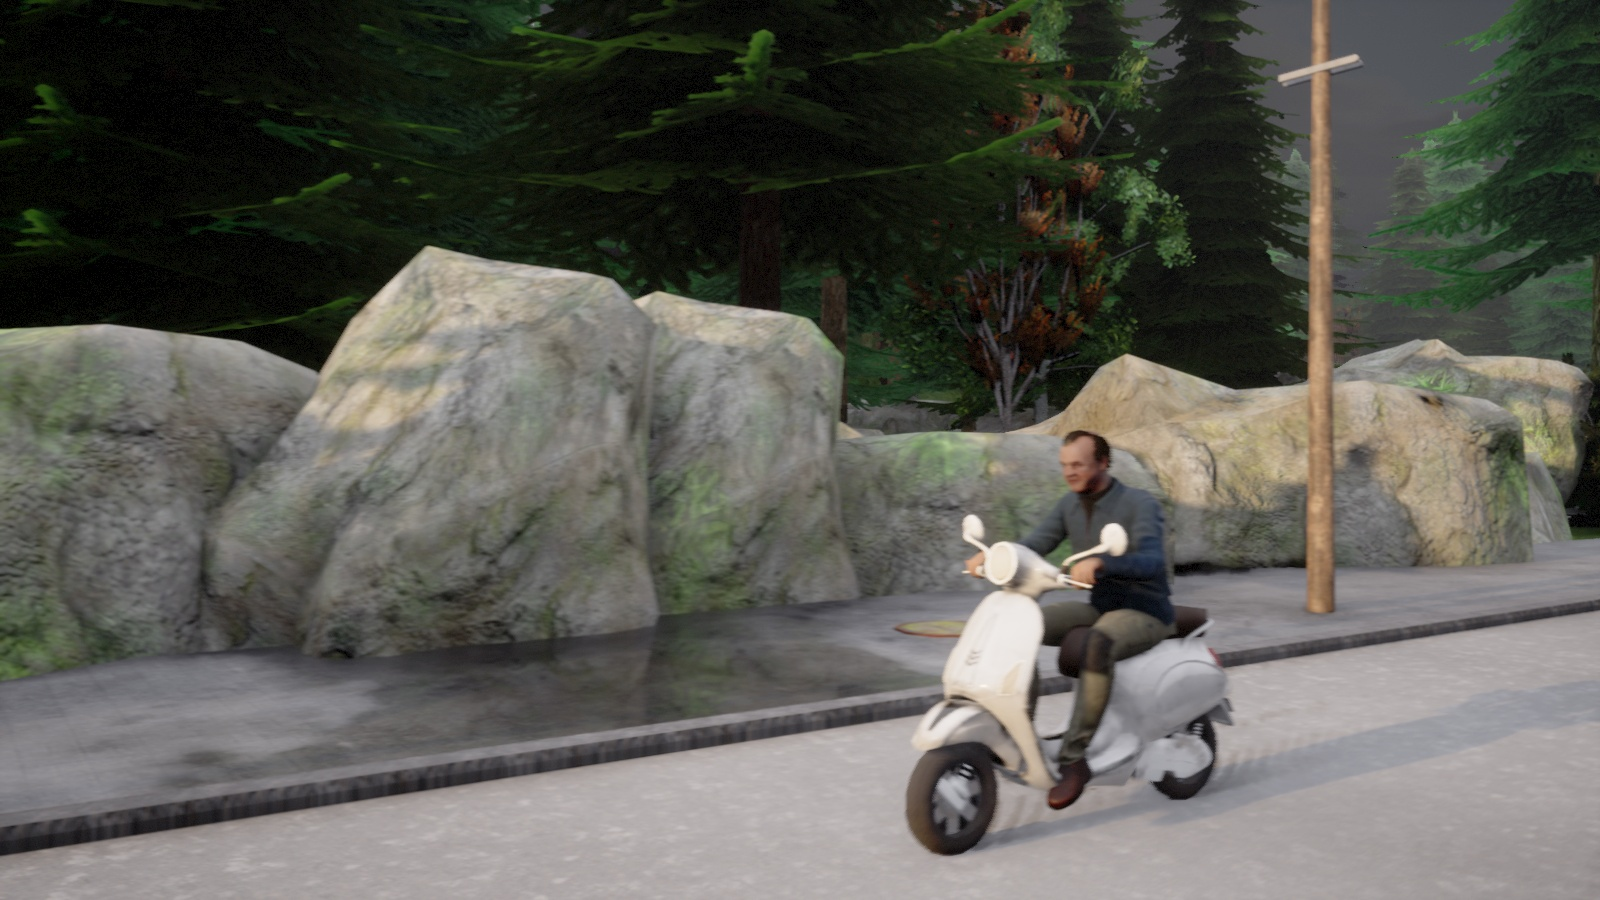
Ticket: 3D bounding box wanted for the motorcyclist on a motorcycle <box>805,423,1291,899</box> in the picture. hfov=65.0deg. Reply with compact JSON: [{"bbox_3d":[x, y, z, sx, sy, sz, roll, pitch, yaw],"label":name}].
[{"bbox_3d":[1.015,0.708,4.975,1.817,1.590,0.866,0,0,-35],"label":"motorcyclist on a motorcycle"}]
